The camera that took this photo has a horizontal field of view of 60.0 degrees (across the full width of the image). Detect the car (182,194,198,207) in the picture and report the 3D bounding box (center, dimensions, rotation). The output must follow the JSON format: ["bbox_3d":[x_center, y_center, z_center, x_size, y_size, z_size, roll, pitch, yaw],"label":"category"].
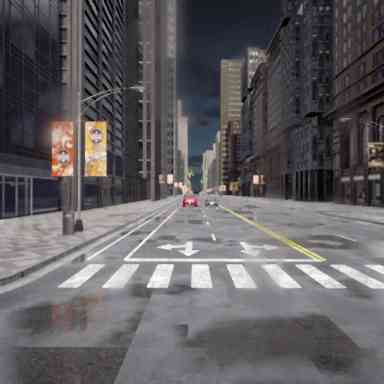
[{"bbox_3d":[-0.286,1.260,51.188,2.150,2.045,5.566,0,0,0],"label":"car"}]

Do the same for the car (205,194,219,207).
[{"bbox_3d":[2.964,1.533,51.193,2.128,1.511,4.902,0,0,0],"label":"car"}]
